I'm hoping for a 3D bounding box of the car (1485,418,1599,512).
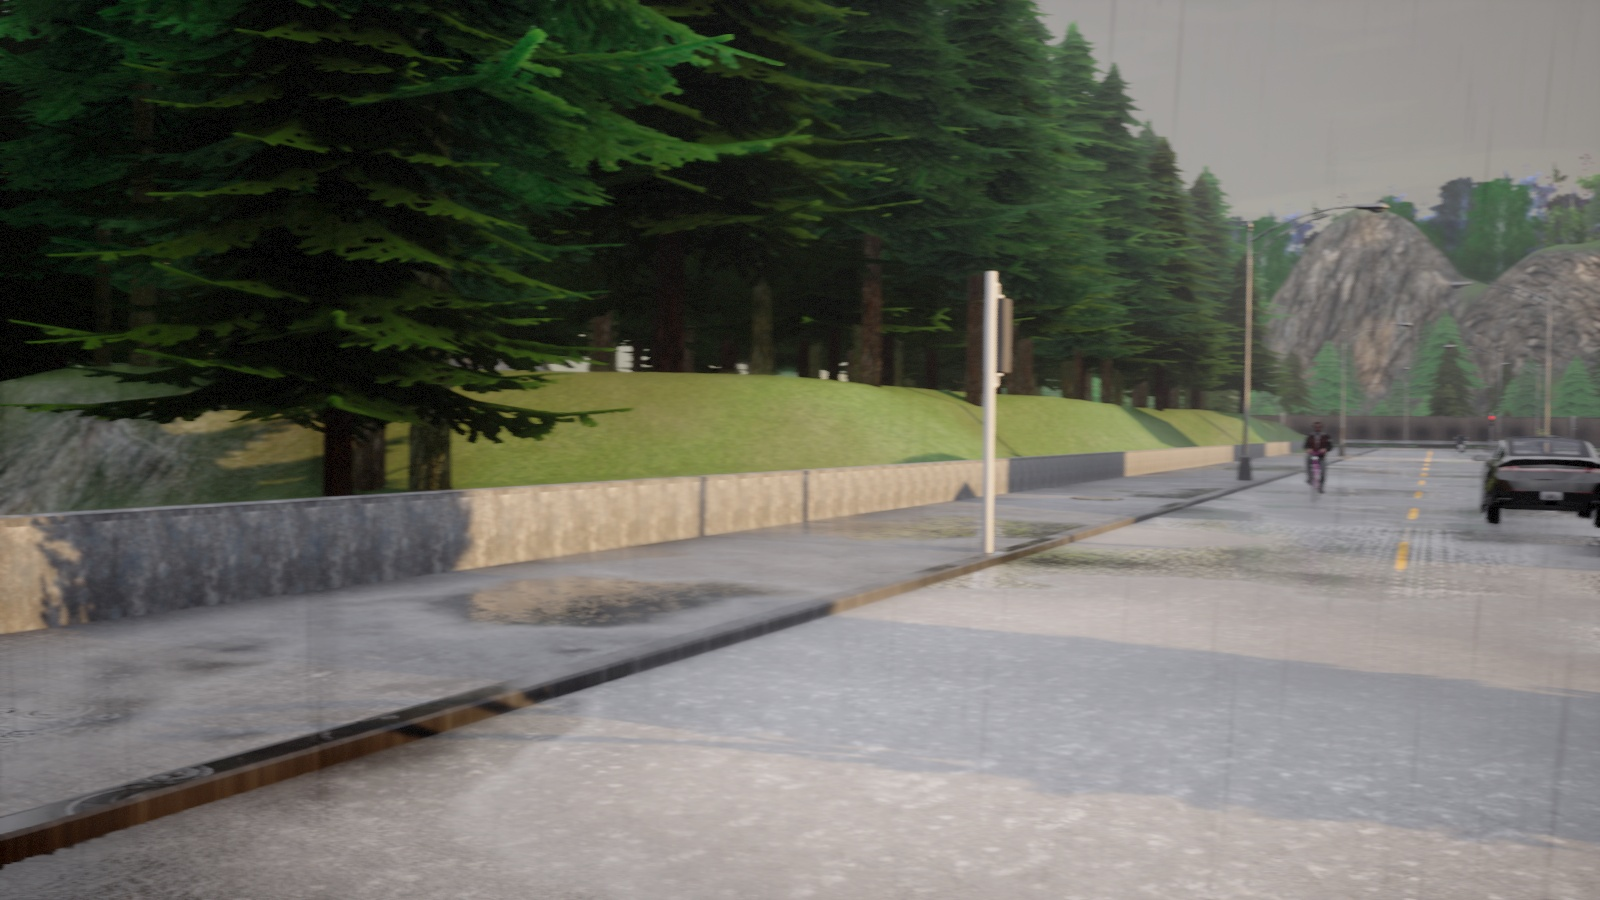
[{"bbox_3d":[13.562,0.181,22.522,2.128,1.511,4.902,0,1,27],"label":"car"}]

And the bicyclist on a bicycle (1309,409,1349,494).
[{"bbox_3d":[11.473,0.022,27.197,0.659,1.776,1.843,0,1,27],"label":"bicyclist on a bicycle"}]
